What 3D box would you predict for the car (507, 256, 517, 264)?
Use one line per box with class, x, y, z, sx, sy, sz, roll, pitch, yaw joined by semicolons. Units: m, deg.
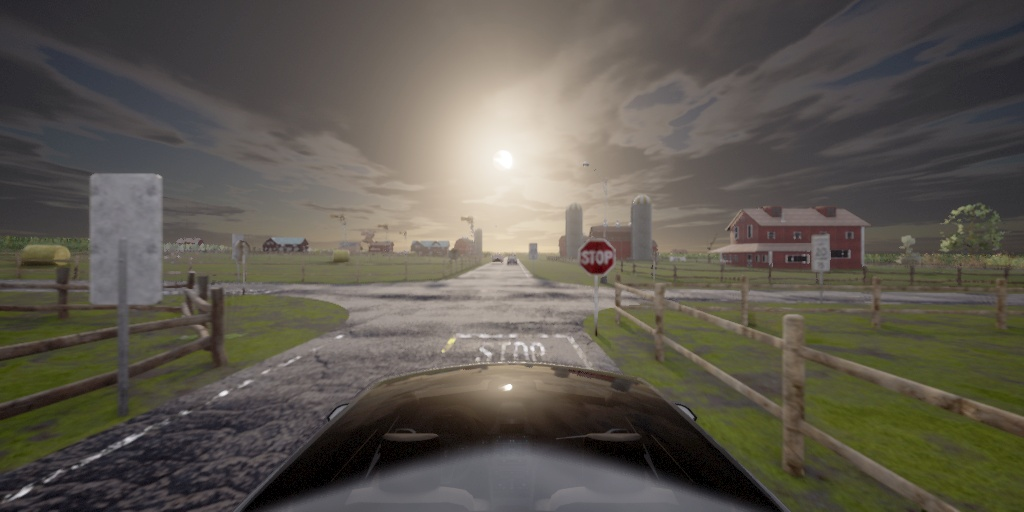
car;0.025;0.834;64.892;1.895;1.301;4.718;0;0;0
